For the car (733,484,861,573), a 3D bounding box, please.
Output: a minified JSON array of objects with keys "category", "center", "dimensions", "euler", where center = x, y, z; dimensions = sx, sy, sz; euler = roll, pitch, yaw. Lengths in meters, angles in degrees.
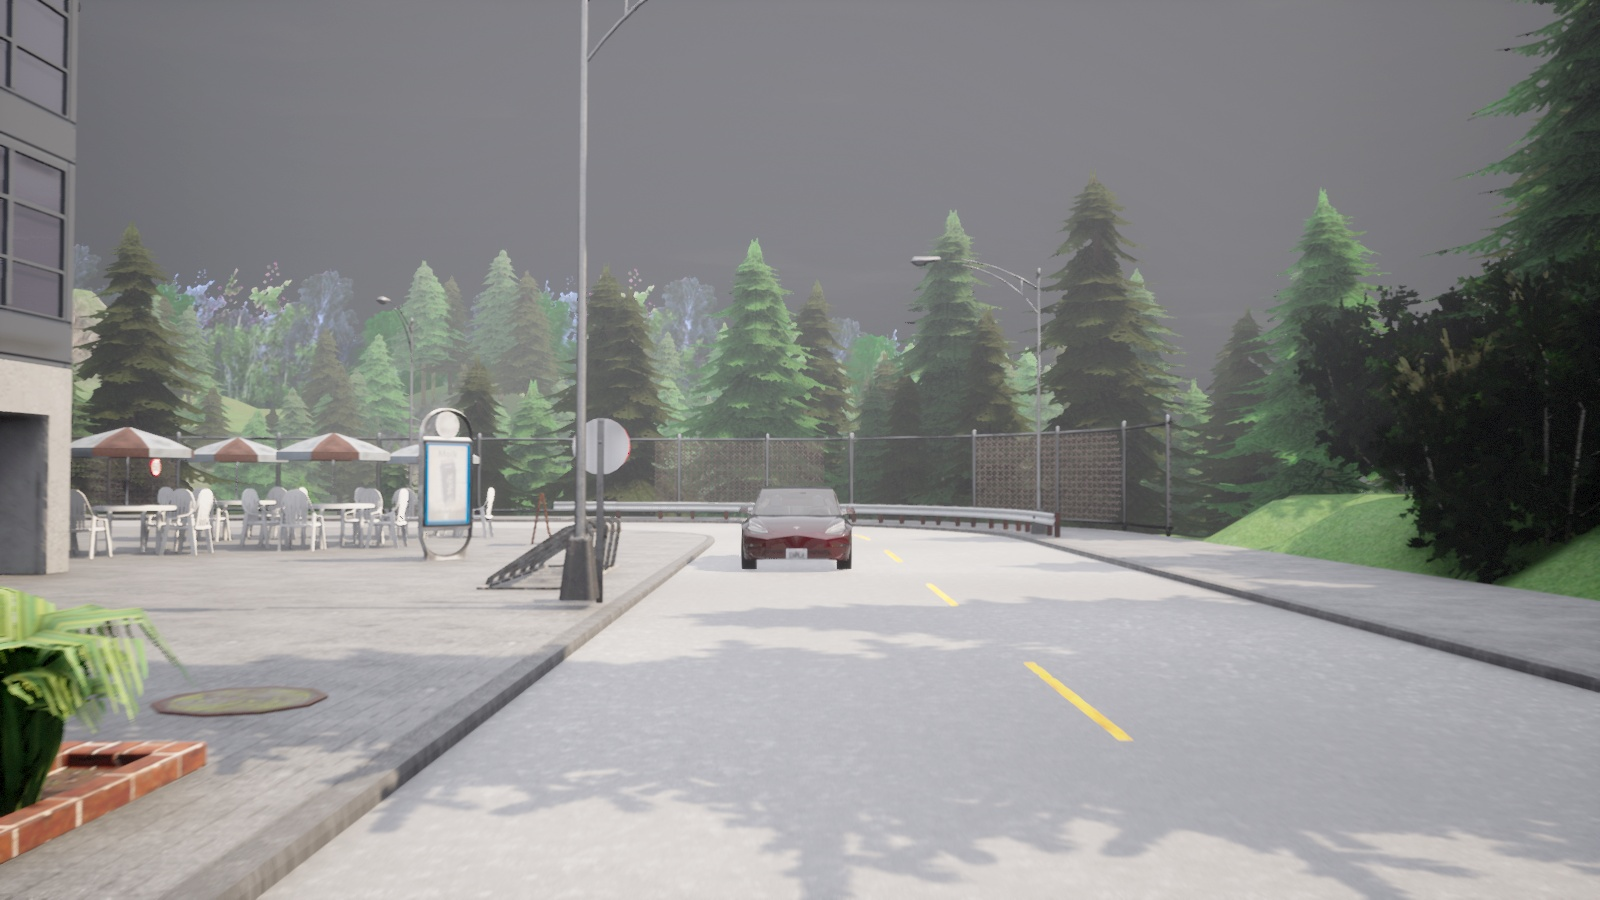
[{"category":"car","center":[-0.044,1.393,23.682],"dimensions":[2.163,1.488,4.792],"euler":[0,-1,0]}]
